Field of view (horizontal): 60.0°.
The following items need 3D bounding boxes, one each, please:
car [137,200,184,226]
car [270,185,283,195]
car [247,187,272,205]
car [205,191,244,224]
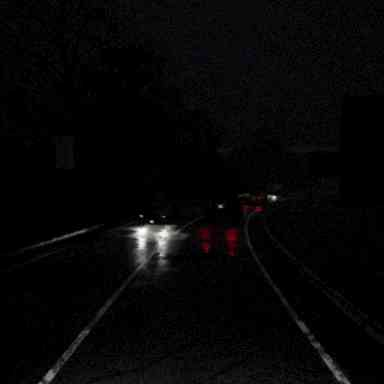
[{"bbox_3d":[-1.802,1.236,21.415,2.033,1.411,5.357,1,2,10],"label":"car"},{"bbox_3d":[14.726,-0.382,59.925,2.097,1.767,4.553,4,5,36],"label":"car"},{"bbox_3d":[8.224,0.631,41.241,1.801,1.575,5.366,3,3,23],"label":"car"},{"bbox_3d":[2.295,0.934,22.945,2.150,2.045,5.566,1,1,12],"label":"car"}]
